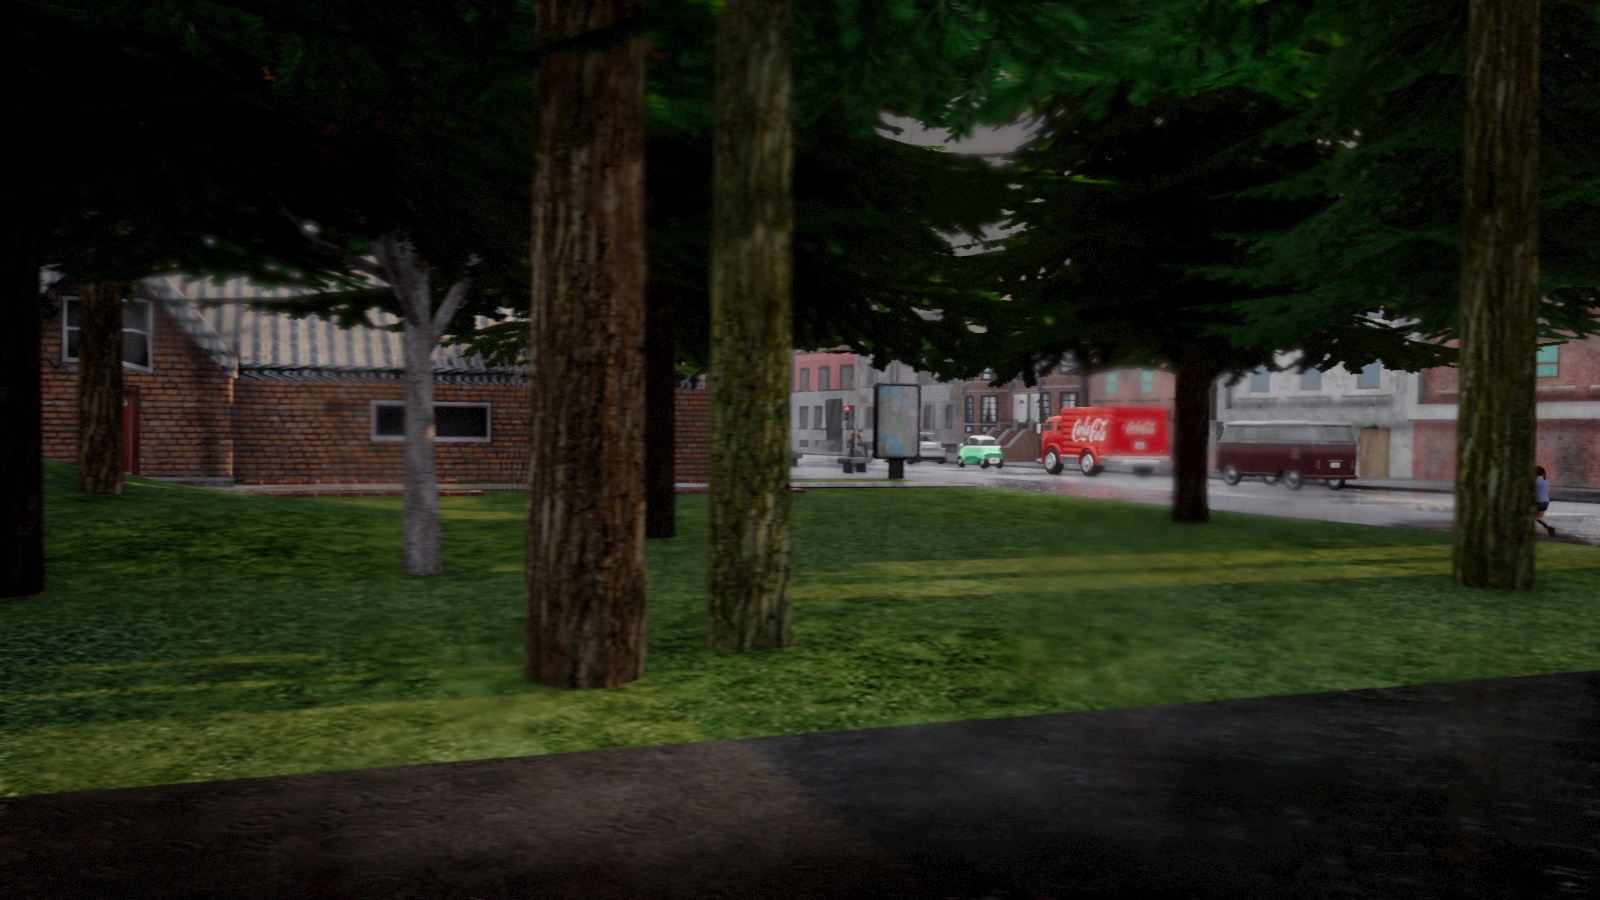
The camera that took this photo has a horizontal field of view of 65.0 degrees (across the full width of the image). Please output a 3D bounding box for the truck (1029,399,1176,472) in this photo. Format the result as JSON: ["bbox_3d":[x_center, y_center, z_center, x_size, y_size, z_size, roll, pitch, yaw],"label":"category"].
[{"bbox_3d":[10.751,-0.539,45.094,2.627,2.467,5.204,-1,1,-20],"label":"truck"}]

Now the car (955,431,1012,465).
[{"bbox_3d":[7.758,-0.096,53.134,1.481,1.376,2.207,-1,1,-20],"label":"car"}]

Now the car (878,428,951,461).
[{"bbox_3d":[5.395,-0.262,59.439,1.970,1.475,3.806,-1,1,-21],"label":"car"}]

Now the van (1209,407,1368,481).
[{"bbox_3d":[14.025,-0.192,36.341,1.775,1.987,4.442,-1,1,-20],"label":"van"}]

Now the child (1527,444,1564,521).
[{"bbox_3d":[10.896,0.471,18.363,0.255,1.110,0.394,-1,1,-17],"label":"child"}]
